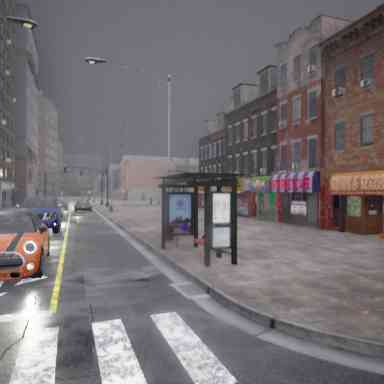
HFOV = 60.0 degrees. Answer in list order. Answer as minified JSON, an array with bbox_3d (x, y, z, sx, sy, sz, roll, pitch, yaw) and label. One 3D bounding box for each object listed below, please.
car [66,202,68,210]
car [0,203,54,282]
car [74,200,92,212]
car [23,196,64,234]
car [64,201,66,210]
[{"bbox_3d":[-17.378,1.714,43.676,1.994,1.385,4.181,0,0,-20],"label":"car"},{"bbox_3d":[-5.425,1.382,9.803,2.097,1.767,4.553,0,0,-20],"label":"car"},{"bbox_3d":[-13.184,1.671,40.238,1.994,1.385,4.181,0,0,-19],"label":"car"},{"bbox_3d":[-8.982,1.273,19.743,2.150,2.045,5.566,0,0,-20],"label":"car"},{"bbox_3d":[-12.360,1.672,29.261,1.895,1.301,4.718,0,0,-19],"label":"car"}]
